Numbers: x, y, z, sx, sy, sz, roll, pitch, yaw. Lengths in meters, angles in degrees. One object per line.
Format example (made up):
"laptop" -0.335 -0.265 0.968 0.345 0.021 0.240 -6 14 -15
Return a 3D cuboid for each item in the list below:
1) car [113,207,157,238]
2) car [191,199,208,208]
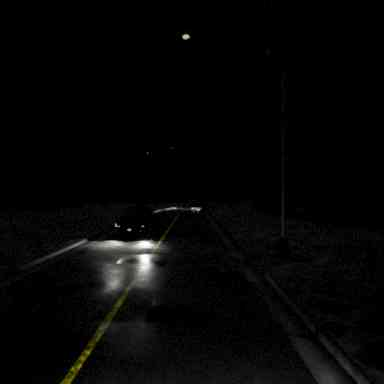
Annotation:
"car" -3.106 1.658 18.887 1.837 1.490 4.892 0 -1 0
"car" 1.353 2.011 59.953 2.128 1.511 4.902 0 -1 21
